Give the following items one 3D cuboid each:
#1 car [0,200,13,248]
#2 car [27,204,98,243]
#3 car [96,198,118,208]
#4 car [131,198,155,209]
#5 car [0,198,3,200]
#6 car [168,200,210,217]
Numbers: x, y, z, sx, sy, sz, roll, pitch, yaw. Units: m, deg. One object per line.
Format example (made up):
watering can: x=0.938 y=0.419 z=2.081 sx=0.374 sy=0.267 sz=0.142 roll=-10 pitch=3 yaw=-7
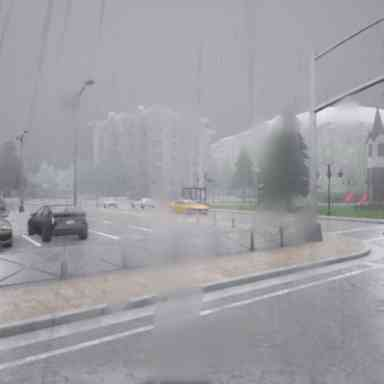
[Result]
car: x=-8.766 y=1.331 z=13.509 sx=2.152 sy=1.636 sz=5.027 roll=0 pitch=0 yaw=-36
car: x=-6.253 y=1.339 z=15.386 sx=2.007 sy=1.523 sz=4.514 roll=0 pitch=0 yaw=-36
car: x=-12.148 y=1.531 z=47.346 sx=1.812 sy=1.442 sz=4.674 roll=0 pitch=0 yaw=-36
car: x=-6.713 y=1.523 z=45.878 sx=1.812 sy=1.442 sz=4.674 roll=0 pitch=0 yaw=-36
car: x=-21.489 y=1.374 z=36.496 sx=1.845 sy=1.501 sz=3.633 roll=0 pitch=0 yaw=-36
car: x=-0.364 y=1.475 z=31.180 sx=1.882 sy=1.535 sz=5.008 roll=0 pitch=0 yaw=-36
